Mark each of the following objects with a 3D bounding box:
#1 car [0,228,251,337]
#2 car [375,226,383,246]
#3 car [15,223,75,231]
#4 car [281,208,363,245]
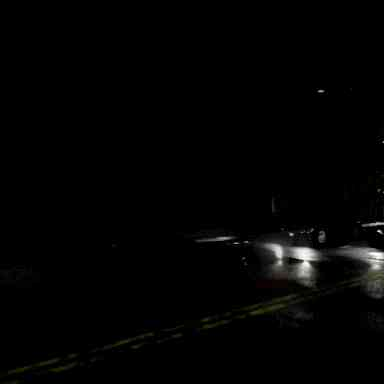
[{"bbox_3d":[-1.224,1.554,6.803,5.357,1.411,2.033,1,0,-35],"label":"car"},{"bbox_3d":[10.060,1.655,14.798,4.674,1.442,1.812,0,0,-35],"label":"car"},{"bbox_3d":[-4.047,1.552,8.784,4.181,1.385,1.994,1,0,-35],"label":"car"},{"bbox_3d":[6.395,1.599,16.189,4.892,1.490,1.837,-1,1,-35],"label":"car"}]
